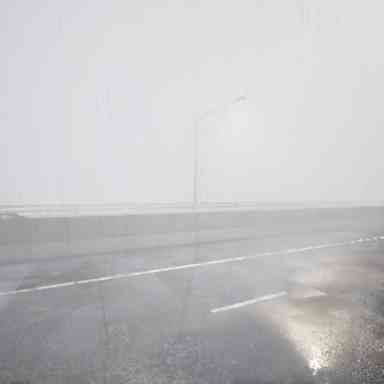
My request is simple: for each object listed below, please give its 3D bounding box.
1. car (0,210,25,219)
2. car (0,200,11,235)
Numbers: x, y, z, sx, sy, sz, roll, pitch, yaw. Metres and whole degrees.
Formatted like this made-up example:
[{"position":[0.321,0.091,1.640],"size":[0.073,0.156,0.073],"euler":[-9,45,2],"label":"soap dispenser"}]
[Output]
[{"position":[-8.859,1.595,14.836],"size":[4.718,1.301,1.895],"euler":[1,0,-35],"label":"car"},{"position":[-11.958,1.334,16.927],"size":[4.553,1.767,2.097],"euler":[1,0,-35],"label":"car"}]
